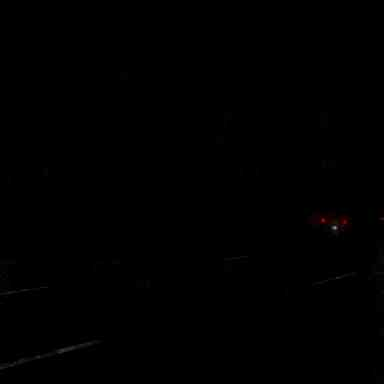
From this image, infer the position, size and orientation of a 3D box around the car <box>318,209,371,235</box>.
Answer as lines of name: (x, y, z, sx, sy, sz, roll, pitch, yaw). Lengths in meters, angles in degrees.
car: (9.379, 1.601, 18.939, 4.718, 1.301, 1.895, 0, 0, -35)

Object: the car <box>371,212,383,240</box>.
car: (10.720, 1.352, 15.599, 4.553, 1.767, 2.097, 0, 0, -35)
